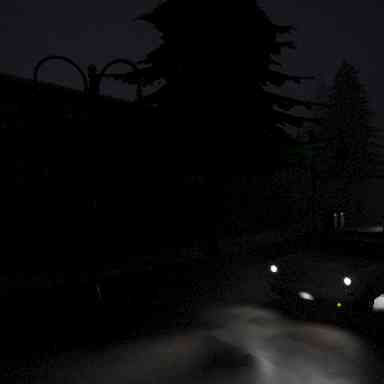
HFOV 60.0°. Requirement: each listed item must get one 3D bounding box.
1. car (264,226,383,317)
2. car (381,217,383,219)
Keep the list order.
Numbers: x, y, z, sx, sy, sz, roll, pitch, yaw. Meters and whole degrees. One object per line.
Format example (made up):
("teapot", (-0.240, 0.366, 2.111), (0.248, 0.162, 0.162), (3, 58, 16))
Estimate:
("car", (3.682, 1.637, 7.804), (1.895, 1.301, 4.718), (-1, -1, 45))
("car", (10.309, 1.536, 15.814), (2.128, 1.511, 4.902), (-1, -1, 35))
